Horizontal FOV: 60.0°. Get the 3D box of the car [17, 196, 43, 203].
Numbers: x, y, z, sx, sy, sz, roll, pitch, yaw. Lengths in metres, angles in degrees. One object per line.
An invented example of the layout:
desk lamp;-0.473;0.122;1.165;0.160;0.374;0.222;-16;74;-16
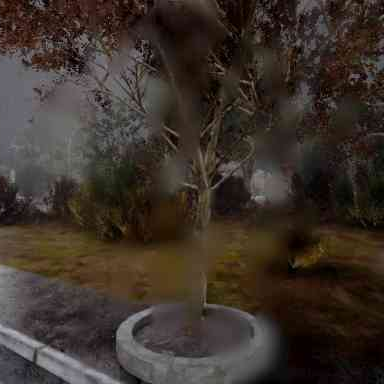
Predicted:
car;-22.035;1.216;44.858;2.033;1.411;5.357;1;0;32
